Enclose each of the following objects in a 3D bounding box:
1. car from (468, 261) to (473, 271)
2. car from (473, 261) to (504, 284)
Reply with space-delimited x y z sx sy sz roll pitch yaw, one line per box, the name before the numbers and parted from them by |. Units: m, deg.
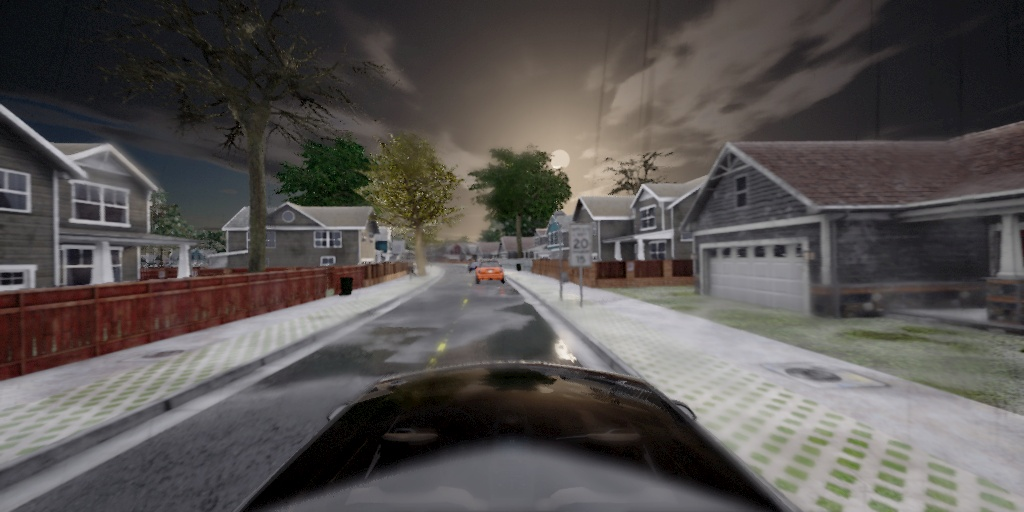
car | -5.269 1.451 51.464 1.994 1.385 4.181 -1 0 -10
car | -1.802 1.143 28.202 2.097 1.767 4.553 -1 0 -6
